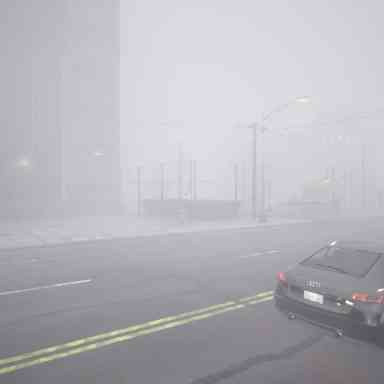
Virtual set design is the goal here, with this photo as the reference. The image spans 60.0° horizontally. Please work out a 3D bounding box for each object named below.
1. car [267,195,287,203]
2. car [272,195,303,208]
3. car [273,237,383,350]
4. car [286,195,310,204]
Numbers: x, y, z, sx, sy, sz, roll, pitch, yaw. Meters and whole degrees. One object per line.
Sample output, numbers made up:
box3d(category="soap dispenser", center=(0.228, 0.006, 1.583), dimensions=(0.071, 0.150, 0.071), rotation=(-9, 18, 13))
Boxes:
box3d(category="car", center=(17.356, 1.452, 67.771), dimensions=(3.806, 1.475, 1.970), rotation=(0, 0, -36))
box3d(category="car", center=(13.347, 1.254, 44.710), dimensions=(4.553, 1.767, 2.185), rotation=(0, 0, -36))
box3d(category="car", center=(3.480, 1.564, 6.227), dimensions=(4.181, 1.385, 1.994), rotation=(0, 0, -35))
box3d(category="car", center=(20.261, 1.420, 63.769), dimensions=(4.674, 1.452, 2.002), rotation=(0, 0, -36))
